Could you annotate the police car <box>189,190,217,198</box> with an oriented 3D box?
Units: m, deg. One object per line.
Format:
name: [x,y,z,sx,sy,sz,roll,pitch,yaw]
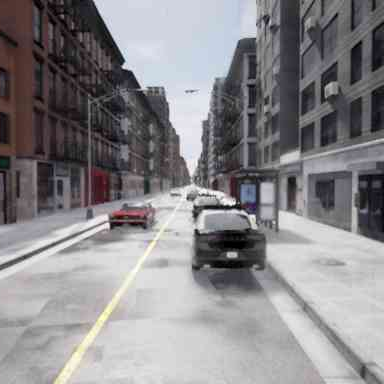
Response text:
police car: [0.958,0.935,20.200,1.930,1.638,5.238,0,1,0]

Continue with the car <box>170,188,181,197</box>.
car: [-2.888,0.090,59.401,1.812,1.442,4.674,0,1,1]

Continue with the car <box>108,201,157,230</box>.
car: [-3.049,1.171,17.675,1.895,1.301,4.718,0,1,0]

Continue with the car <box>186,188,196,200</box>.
car: [0.149,0.420,46.762,2.033,1.411,5.357,0,1,0]

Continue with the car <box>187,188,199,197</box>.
car: [0.173,0.034,60.277,2.128,1.511,4.902,0,1,0]

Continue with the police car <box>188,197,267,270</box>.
police car: [0.929,1.175,10.203,1.930,1.638,5.238,0,1,0]

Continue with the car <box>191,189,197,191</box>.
car: [0.976,0.820,26.280,1.801,1.575,5.366,0,1,0]
